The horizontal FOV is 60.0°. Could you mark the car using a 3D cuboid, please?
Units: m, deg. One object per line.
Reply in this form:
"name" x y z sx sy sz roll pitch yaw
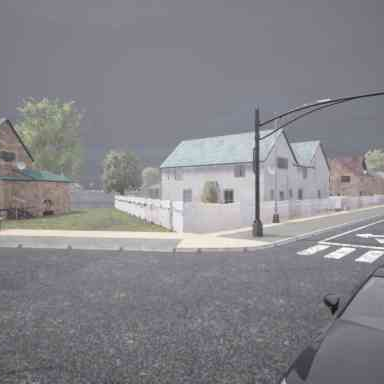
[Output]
"car" 2.561 1.524 3.463 1.812 1.442 4.674 0 0 42
